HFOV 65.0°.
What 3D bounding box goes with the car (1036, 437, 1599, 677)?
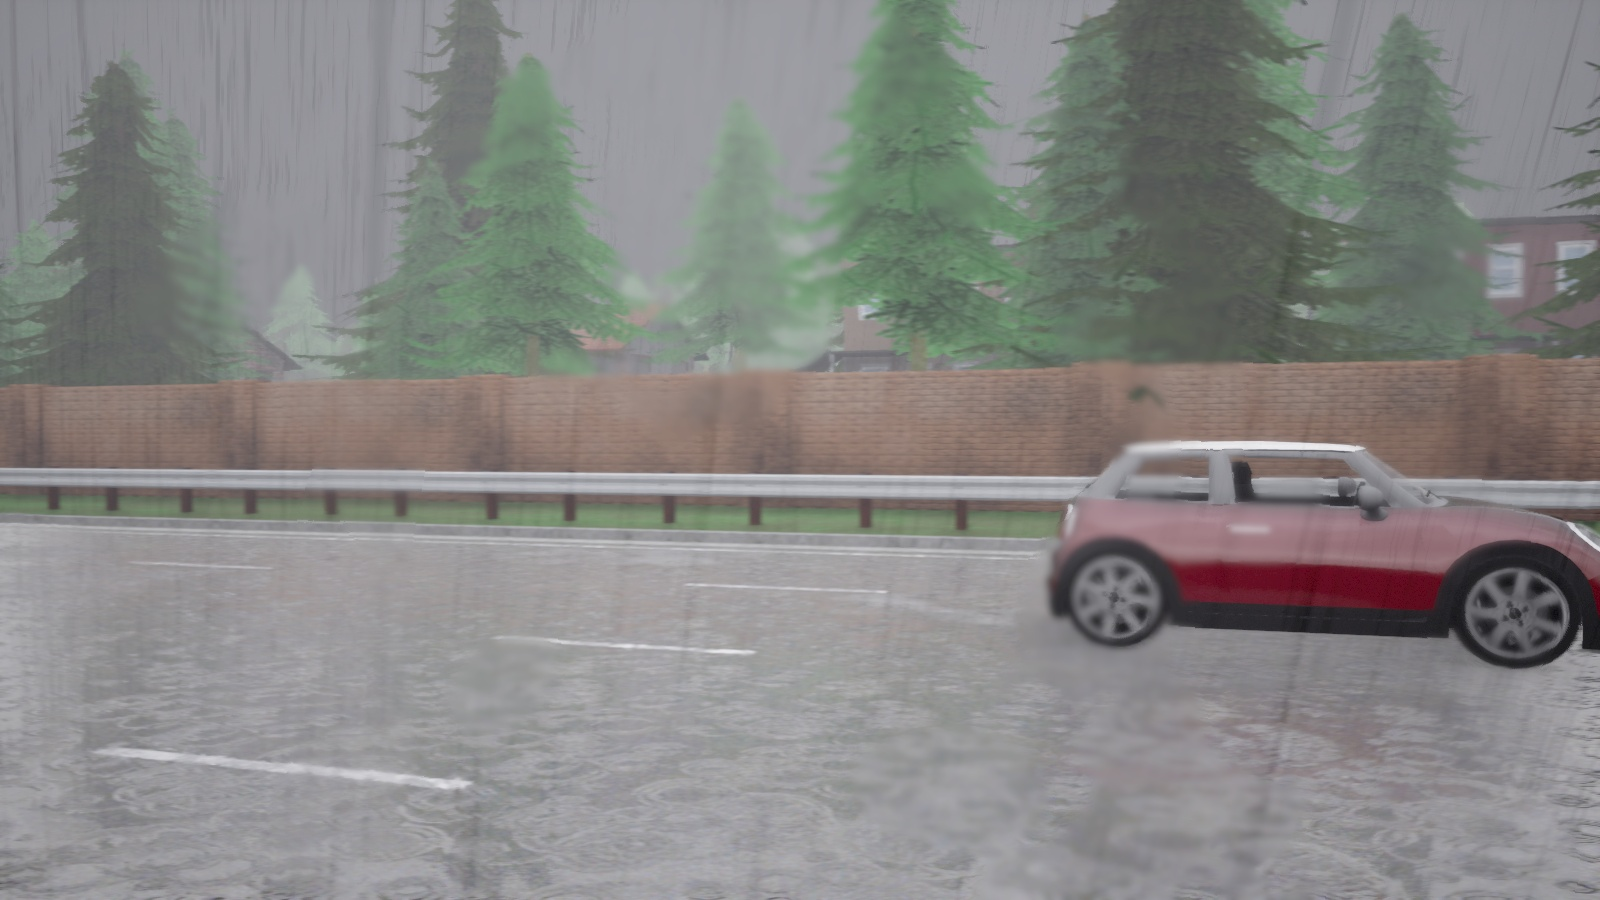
[{"bbox_3d":[3.811,0.657,9.295,3.806,1.475,1.970,1,1,19],"label":"car"}]
